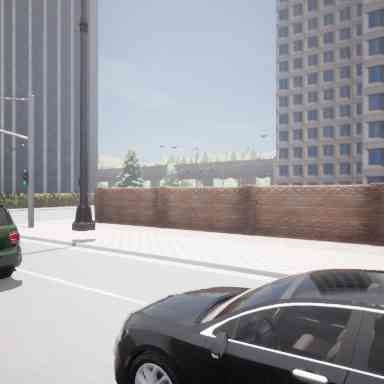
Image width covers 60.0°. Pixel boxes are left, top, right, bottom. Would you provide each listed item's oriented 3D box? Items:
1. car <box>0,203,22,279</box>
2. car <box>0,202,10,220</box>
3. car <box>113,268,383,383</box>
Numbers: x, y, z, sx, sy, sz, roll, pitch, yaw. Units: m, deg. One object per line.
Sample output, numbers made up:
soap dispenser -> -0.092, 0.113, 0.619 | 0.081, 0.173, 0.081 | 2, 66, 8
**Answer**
car -> -6.715, 1.221, 8.752 | 5.566, 2.045, 2.150 | 0, 0, 35
car -> -16.880, 1.525, 25.590 | 1.812, 1.442, 4.674 | 0, 0, 35
car -> 1.368, 1.505, 3.016 | 4.892, 1.490, 1.837 | 0, 0, 35
